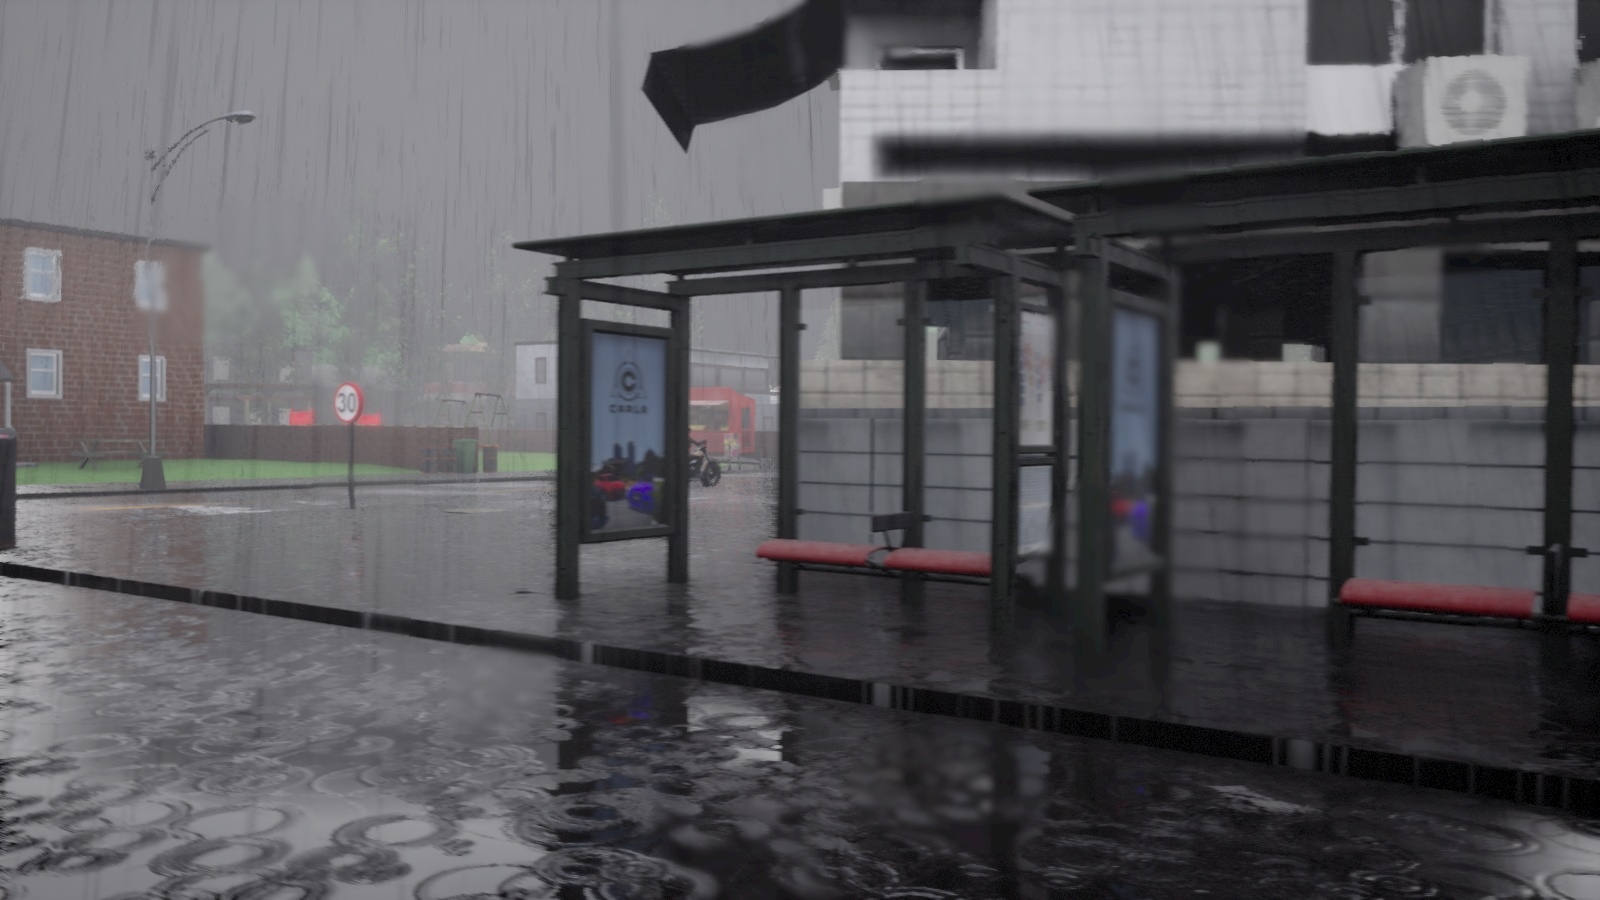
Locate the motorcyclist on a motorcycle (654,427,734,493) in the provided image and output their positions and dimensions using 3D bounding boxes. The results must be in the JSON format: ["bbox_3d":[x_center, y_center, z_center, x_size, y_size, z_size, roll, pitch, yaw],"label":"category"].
[{"bbox_3d":[-2.714,0.226,32.548,0.766,1.649,2.350,0,1,34],"label":"motorcyclist on a motorcycle"}]
